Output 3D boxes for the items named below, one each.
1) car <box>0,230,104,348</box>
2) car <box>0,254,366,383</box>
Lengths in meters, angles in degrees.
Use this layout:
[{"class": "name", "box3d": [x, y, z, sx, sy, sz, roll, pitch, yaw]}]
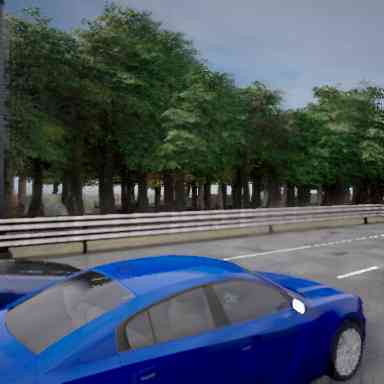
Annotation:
[{"class": "car", "box3d": [-4.278, 1.547, 4.993, 5.357, 1.411, 2.033, 0, 0, -36]}, {"class": "car", "box3d": [0.011, 1.479, 3.754, 5.008, 1.535, 1.882, 0, 0, -36]}]
